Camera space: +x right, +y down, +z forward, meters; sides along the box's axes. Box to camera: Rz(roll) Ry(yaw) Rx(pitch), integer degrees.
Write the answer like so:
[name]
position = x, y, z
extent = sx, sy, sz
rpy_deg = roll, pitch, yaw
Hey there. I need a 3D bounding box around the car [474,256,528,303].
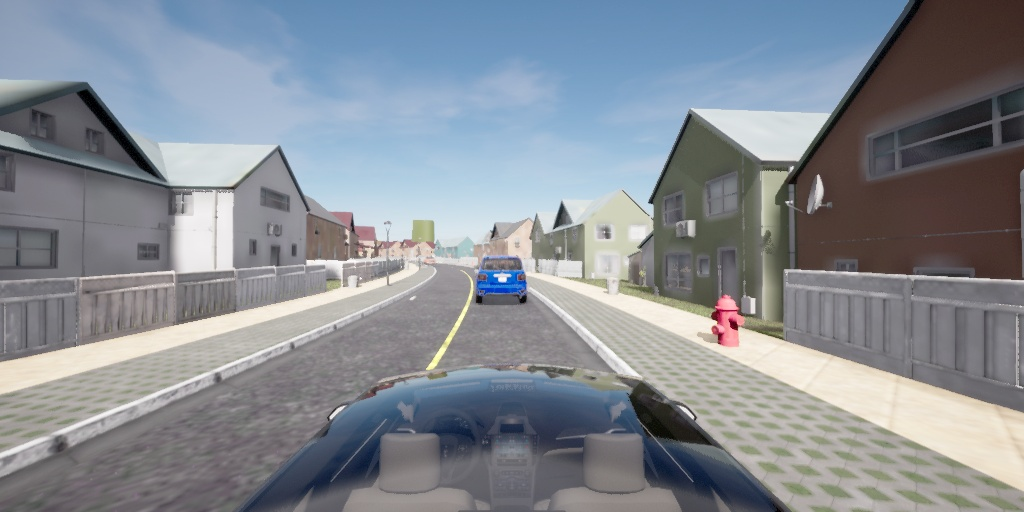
[car]
position = -0.575, 0.999, 16.642
extent = 2.150, 2.045, 5.566
rpy_deg = 0, 0, -4
